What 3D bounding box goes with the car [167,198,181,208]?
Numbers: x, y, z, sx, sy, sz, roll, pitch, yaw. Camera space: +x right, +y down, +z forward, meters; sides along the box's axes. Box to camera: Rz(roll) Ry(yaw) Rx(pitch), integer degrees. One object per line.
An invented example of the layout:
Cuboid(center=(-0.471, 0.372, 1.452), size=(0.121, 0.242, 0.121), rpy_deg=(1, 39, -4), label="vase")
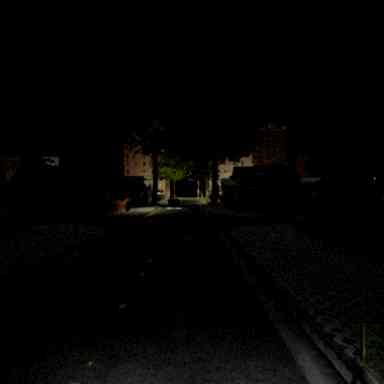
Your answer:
Cuboid(center=(-2.752, 1.667, 52.063), size=(2.033, 1.411, 5.357), rpy_deg=(0, 0, 0), label="car")
